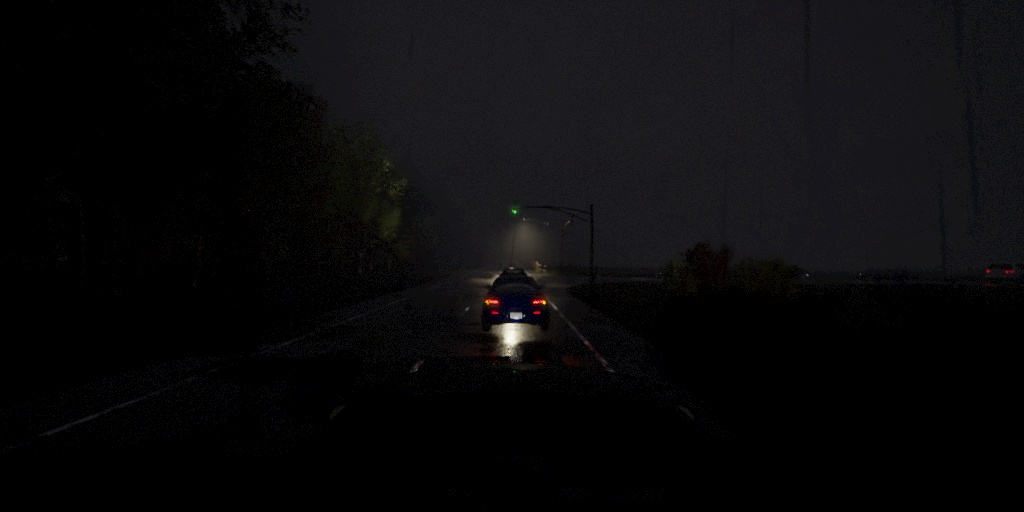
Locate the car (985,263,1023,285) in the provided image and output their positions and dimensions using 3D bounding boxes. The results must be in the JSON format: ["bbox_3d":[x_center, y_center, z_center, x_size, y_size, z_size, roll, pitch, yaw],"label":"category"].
[{"bbox_3d":[48.548,1.667,33.934,5.566,2.045,2.150,1,-1,0],"label":"car"}]

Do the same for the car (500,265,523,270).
[{"bbox_3d":[0.097,1.427,22.005,1.994,1.385,4.181,0,0,0],"label":"car"}]

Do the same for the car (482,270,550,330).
[{"bbox_3d":[0.101,1.329,11.156,1.812,1.442,4.674,0,0,0],"label":"car"}]

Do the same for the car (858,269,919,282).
[{"bbox_3d":[39.340,2.026,37.558,4.718,1.301,1.895,1,-1,0],"label":"car"}]

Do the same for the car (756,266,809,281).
[{"bbox_3d":[28.216,1.797,37.619,4.902,1.511,2.128,1,-1,0],"label":"car"}]

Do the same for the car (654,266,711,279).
[{"bbox_3d":[17.871,1.741,37.686,5.357,1.411,2.033,1,-1,1],"label":"car"}]
